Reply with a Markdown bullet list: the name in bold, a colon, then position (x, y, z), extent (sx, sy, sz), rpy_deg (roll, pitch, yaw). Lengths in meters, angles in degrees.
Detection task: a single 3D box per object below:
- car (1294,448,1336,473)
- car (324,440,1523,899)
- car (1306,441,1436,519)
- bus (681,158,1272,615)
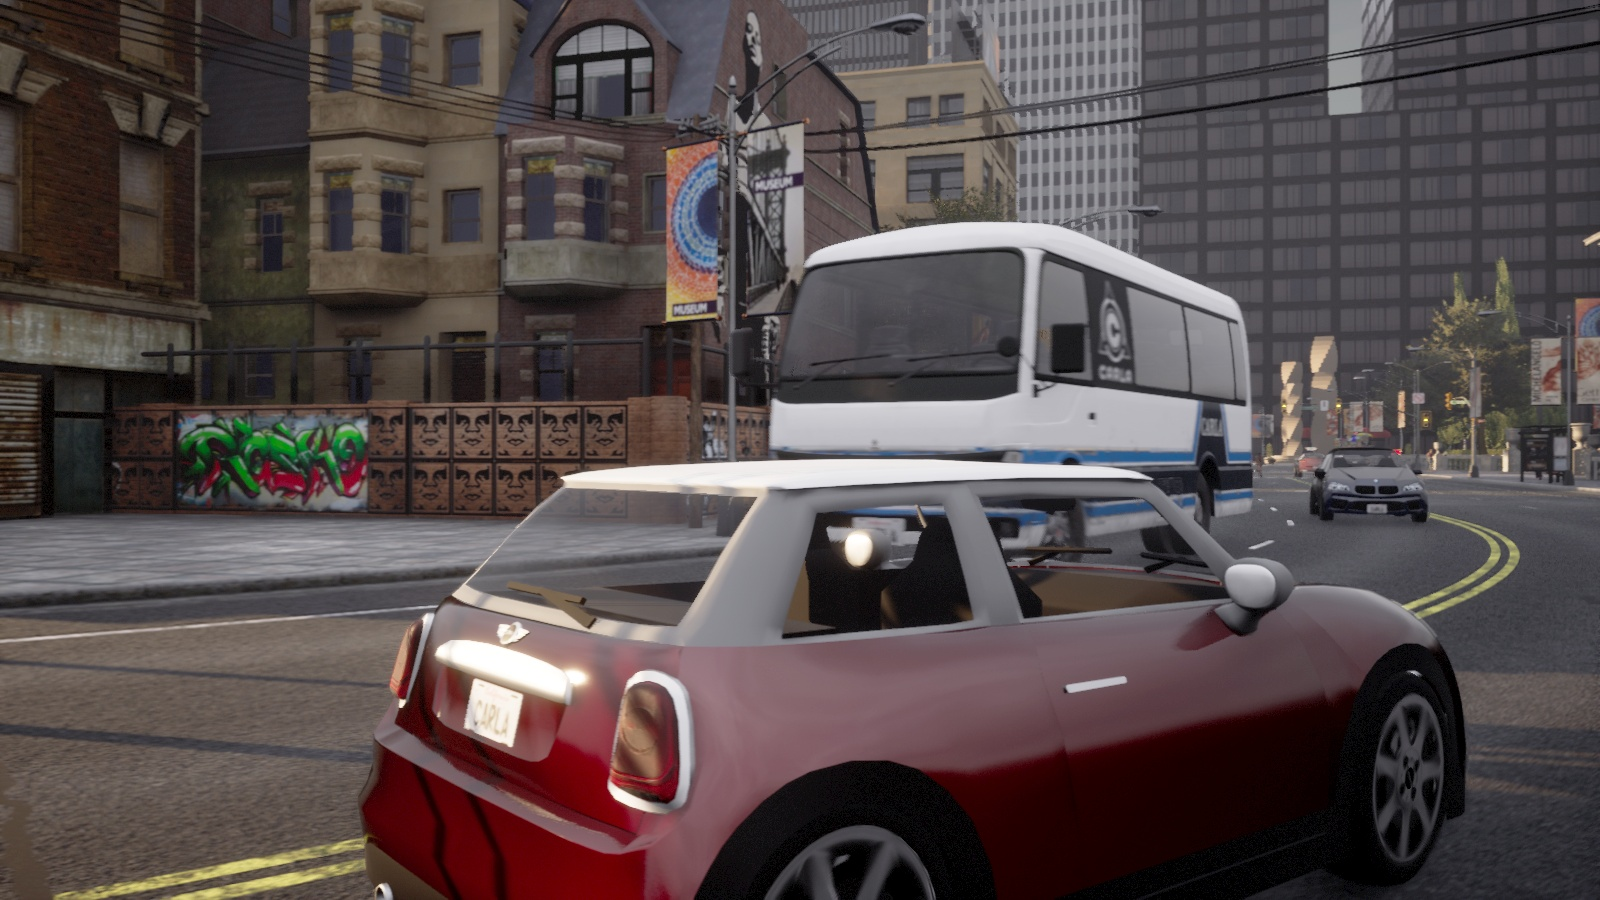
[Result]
- **car**: position (34.139, 0.689, 83.366), extent (2.152, 1.651, 5.027), rpy_deg (0, 0, 18)
- **car**: position (0.621, 0.722, 4.326), extent (3.806, 1.475, 1.970), rpy_deg (0, 0, -38)
- **car**: position (13.161, 0.644, 29.219), extent (2.242, 1.667, 4.611), rpy_deg (0, 0, 18)
- **bus**: position (3.157, -0.588, 17.062), extent (3.944, 4.253, 10.273), rpy_deg (0, 0, 33)
